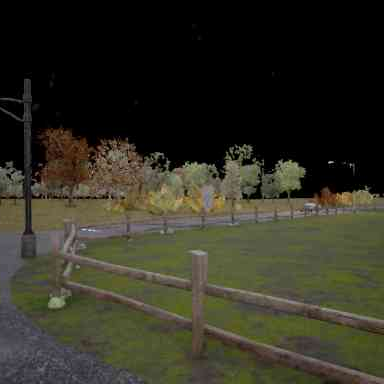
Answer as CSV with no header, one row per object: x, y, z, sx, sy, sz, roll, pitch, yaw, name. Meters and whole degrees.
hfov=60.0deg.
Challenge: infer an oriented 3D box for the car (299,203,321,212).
18.924,2.449,52.945,2.033,1.411,5.357,-1,-2,40,car
